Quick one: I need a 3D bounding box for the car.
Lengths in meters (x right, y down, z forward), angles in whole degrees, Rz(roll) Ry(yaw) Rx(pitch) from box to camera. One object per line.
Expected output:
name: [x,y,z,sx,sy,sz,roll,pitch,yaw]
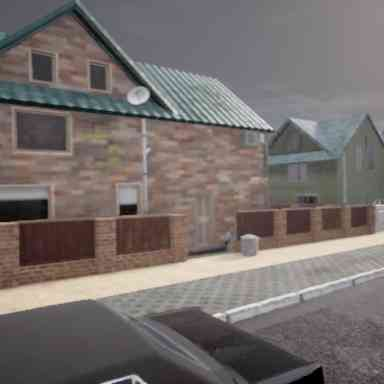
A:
car: [-1.319,1.601,2.088,4.718,1.301,1.895,0,0,-35]
